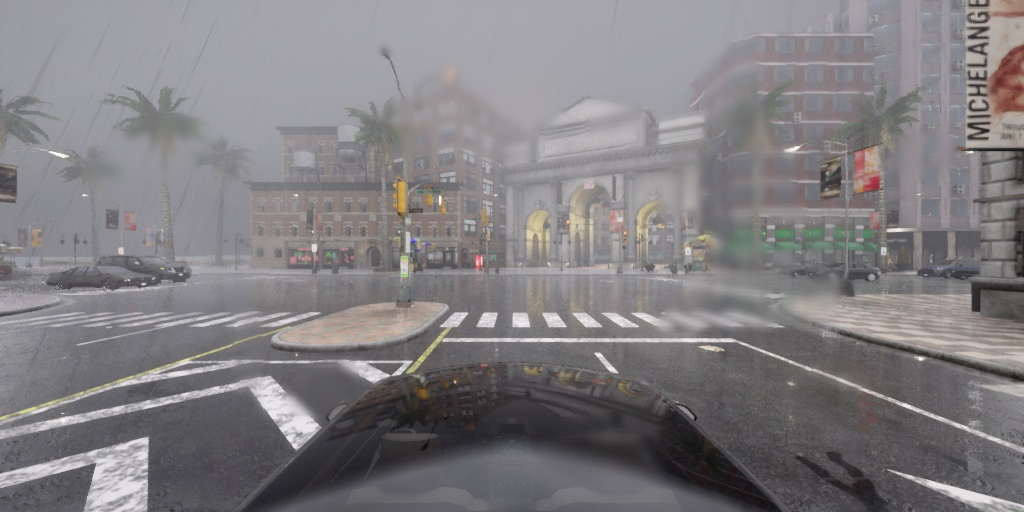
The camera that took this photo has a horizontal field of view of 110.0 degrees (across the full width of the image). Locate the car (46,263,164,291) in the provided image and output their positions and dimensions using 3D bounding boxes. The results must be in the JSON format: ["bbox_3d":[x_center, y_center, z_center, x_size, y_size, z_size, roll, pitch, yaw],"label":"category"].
[{"bbox_3d":[-24.631,1.297,21.587,5.357,1.411,2.033,0,0,4],"label":"car"}]

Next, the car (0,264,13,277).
[{"bbox_3d":[-48.944,1.227,32.703,5.008,1.535,1.882,0,0,1],"label":"car"}]

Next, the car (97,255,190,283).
[{"bbox_3d":[-26.070,0.972,25.281,5.566,2.045,2.150,0,0,1],"label":"car"}]

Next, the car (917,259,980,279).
[{"bbox_3d":[38.948,1.101,31.644,4.553,1.767,2.097,0,0,4],"label":"car"}]

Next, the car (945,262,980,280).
[{"bbox_3d":[37.941,1.351,28.284,4.718,1.301,1.895,0,0,2],"label":"car"}]

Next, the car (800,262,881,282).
[{"bbox_3d":[26.294,1.255,28.504,4.892,1.490,1.837,0,0,1],"label":"car"}]

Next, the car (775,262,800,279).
[{"bbox_3d":[26.299,1.241,32.000,4.902,1.511,2.128,0,0,1],"label":"car"}]
